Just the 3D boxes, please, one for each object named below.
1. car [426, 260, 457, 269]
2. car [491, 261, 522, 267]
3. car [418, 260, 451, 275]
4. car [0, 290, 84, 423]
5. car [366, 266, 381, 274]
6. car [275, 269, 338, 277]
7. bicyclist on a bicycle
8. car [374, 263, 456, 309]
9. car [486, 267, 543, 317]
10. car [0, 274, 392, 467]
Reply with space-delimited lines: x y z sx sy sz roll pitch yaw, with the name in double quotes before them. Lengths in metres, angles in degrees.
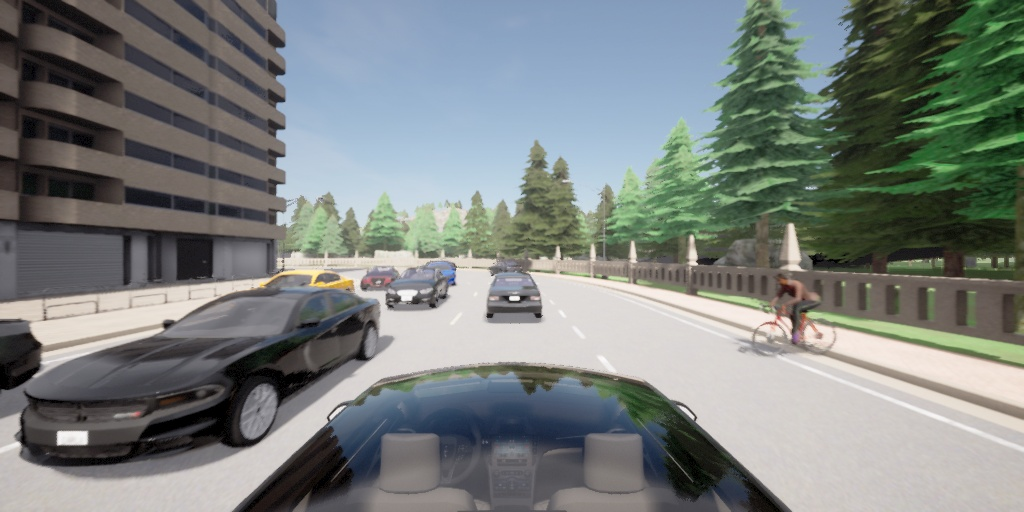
"car" -5.048 1.216 25.127 1.882 1.535 5.008 0 0 -15
"car" -0.639 1.219 33.748 2.128 1.511 4.902 0 0 -24
"car" -8.852 1.238 40.739 1.837 1.490 4.892 0 0 -36
"car" -7.150 1.250 2.689 2.128 1.511 4.902 0 0 -2
"car" -8.018 1.308 22.341 1.994 1.385 4.181 0 0 -12
"car" -7.214 1.228 12.366 1.882 1.535 5.008 0 0 -1
"bicyclist on a bicycle" 5.467 1.128 6.983 1.656 1.620 0.582 -4 0 0
"car" -3.835 1.236 15.150 2.128 1.511 4.902 0 0 -3
"car" 0.059 1.289 13.036 2.033 1.411 5.357 0 0 0
"car" -3.635 1.229 5.448 1.882 1.535 5.008 0 0 0
